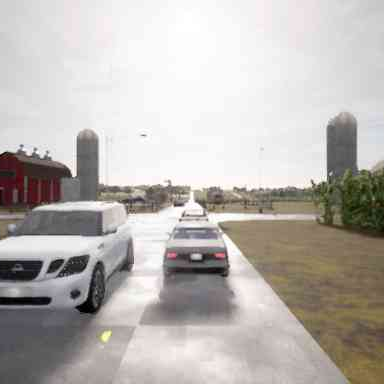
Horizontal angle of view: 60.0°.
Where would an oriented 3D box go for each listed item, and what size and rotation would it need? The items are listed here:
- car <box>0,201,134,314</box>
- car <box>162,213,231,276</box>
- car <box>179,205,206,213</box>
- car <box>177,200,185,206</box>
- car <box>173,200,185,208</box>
[{"bbox_3d":[-2.838,1.272,8.078,2.150,2.045,5.566,0,0,0],"label":"car"},{"bbox_3d":[0.109,1.617,10.486,2.033,1.411,5.357,0,0,0],"label":"car"},{"bbox_3d":[0.156,1.781,21.942,1.895,1.301,4.718,0,-1,1],"label":"car"},{"bbox_3d":[-2.654,2.632,81.517,1.882,1.535,5.008,0,-1,0],"label":"car"},{"bbox_3d":[-2.679,2.444,66.357,1.895,1.301,4.718,0,-1,0],"label":"car"}]
